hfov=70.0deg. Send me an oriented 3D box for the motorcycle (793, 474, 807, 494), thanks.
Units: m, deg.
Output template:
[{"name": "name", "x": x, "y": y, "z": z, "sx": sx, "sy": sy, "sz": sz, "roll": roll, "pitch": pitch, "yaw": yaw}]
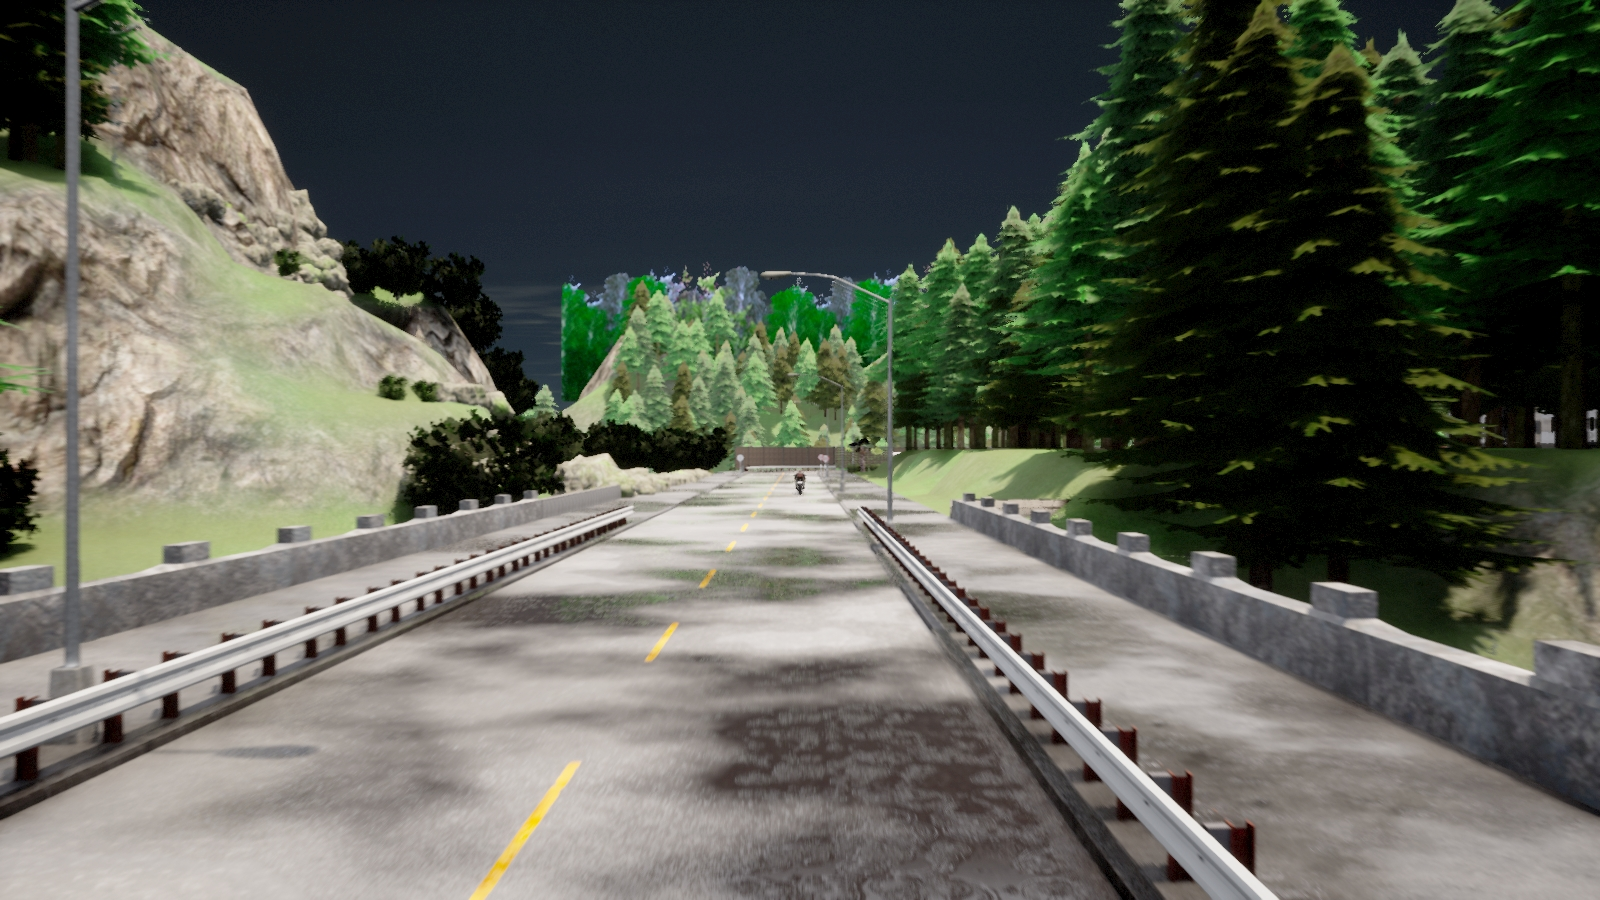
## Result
[{"name": "motorcycle", "x": 0.007, "y": 2.205, "z": 73.859, "sx": 0.867, "sy": 1.251, "sz": 2.209, "roll": 0, "pitch": 0, "yaw": 0}]
